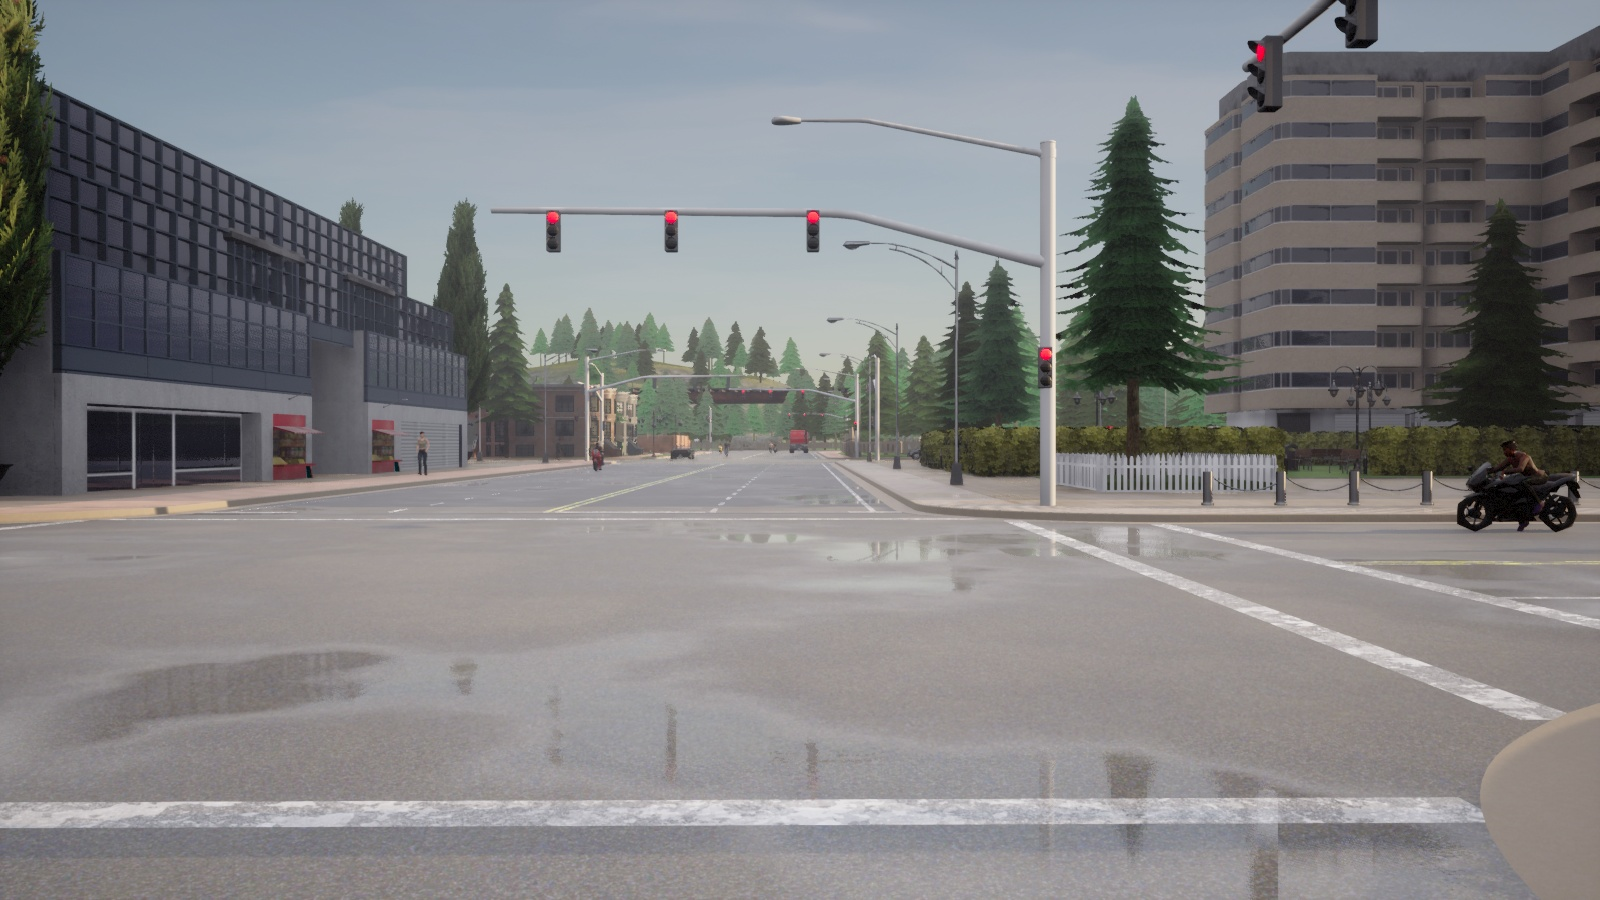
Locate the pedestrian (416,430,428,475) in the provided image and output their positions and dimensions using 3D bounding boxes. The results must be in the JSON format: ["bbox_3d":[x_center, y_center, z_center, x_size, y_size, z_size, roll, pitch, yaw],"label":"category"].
[{"bbox_3d":[-15.549,0.101,51.658,0.345,1.836,0.594,0,0,0],"label":"pedestrian"}]

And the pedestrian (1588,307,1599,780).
[{"bbox_3d":[3.582,0.380,4.979,0.692,1.930,0.395,0,0,17],"label":"pedestrian"}]

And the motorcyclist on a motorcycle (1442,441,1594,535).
[{"bbox_3d":[11.870,0.621,20.800,2.044,1.523,0.797,0,0,0],"label":"motorcyclist on a motorcycle"}]

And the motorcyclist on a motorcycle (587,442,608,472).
[{"bbox_3d":[-10.667,0.347,66.109,0.797,1.523,2.044,0,0,0],"label":"motorcyclist on a motorcycle"}]
